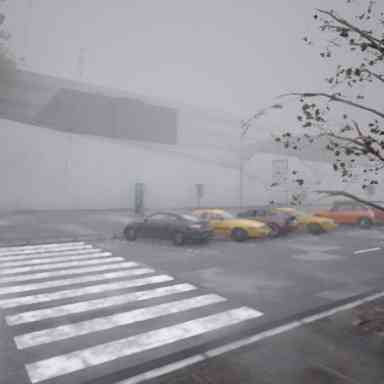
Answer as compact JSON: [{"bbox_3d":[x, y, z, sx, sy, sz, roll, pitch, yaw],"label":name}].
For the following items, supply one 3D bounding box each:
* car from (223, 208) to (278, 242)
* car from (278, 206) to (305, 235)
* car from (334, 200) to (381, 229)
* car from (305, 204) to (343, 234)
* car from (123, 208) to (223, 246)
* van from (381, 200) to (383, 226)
[{"bbox_3d":[1.410,1.613,17.422,5.366,1.575,1.946,-1,-1,35],"label":"car"},{"bbox_3d":[3.659,1.687,19.270,4.792,1.488,2.163,-1,-1,34],"label":"car"},{"bbox_3d":[10.997,1.647,24.434,4.553,1.767,2.185,-1,-1,34],"label":"car"},{"bbox_3d":[6.269,1.693,20.884,5.366,1.575,1.946,-1,-2,35],"label":"car"},{"bbox_3d":[-1.171,1.621,15.790,4.674,1.452,2.002,-1,-1,35],"label":"car"},{"bbox_3d":[13.508,1.579,26.128,4.442,1.987,1.878,-1,-2,35],"label":"van"}]
